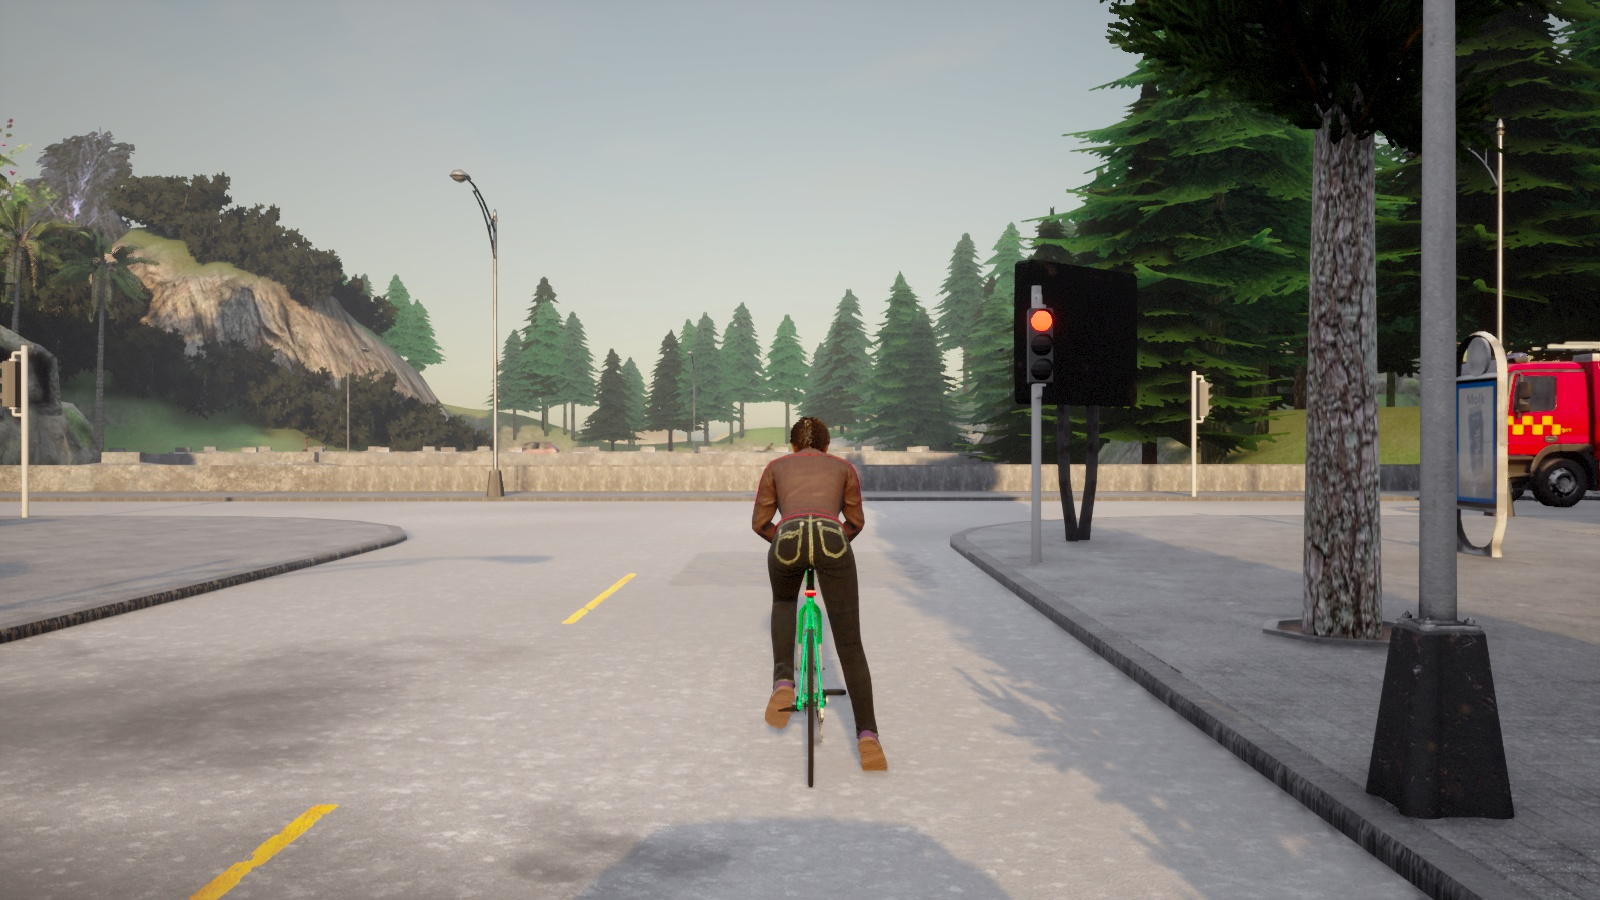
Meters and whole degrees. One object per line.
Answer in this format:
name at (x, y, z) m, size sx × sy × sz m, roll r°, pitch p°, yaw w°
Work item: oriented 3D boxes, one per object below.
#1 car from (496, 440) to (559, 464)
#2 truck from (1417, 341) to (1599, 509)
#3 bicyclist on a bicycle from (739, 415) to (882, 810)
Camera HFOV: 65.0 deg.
car at (-19.018, 0.134, 87.714) m, size 3.988 × 1.617 × 1.851 m, roll 0°, pitch 0°, yaw 0°
truck at (19.687, -0.571, 29.961) m, size 8.468 × 3.827 × 2.891 m, roll 0°, pitch 0°, yaw 0°
bicyclist on a bicycle at (0.048, 0.666, 5.972) m, size 0.582 × 1.620 × 1.656 m, roll 0°, pitch 0°, yaw 0°
